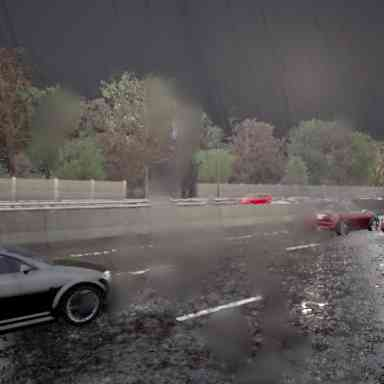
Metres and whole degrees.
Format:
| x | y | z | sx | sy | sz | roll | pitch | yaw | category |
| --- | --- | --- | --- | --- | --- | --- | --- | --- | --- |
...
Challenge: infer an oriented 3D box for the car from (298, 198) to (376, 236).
| x | y | z | sx | sy | sz | roll | pitch | yaw | category |
| --- | --- | --- | --- | --- | --- | --- | --- | --- | --- |
| 8.257 | 1.315 | 18.241 | 4.553 | 1.767 | 2.097 | 0 | 0 | -36 | car |

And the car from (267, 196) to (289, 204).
| x | y | z | sx | sy | sz | roll | pitch | yaw | category |
| --- | --- | --- | --- | --- | --- | --- | --- | --- | --- |
| 12.272 | 1.538 | 42.827 | 4.718 | 1.301 | 1.895 | 0 | 0 | -35 | car |

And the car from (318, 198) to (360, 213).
| x | y | z | sx | sy | sz | roll | pitch | yaw | category |
| --- | --- | --- | --- | --- | --- | --- | --- | --- | --- |
| 16.542 | 1.426 | 37.274 | 4.902 | 1.511 | 2.128 | 0 | 0 | -35 | car |

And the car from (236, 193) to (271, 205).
| x | y | z | sx | sy | sz | roll | pitch | yaw | category |
| --- | --- | --- | --- | --- | --- | --- | --- | --- | --- |
| 8.398 | 1.165 | 44.362 | 5.566 | 2.045 | 2.150 | 0 | 0 | -35 | car |

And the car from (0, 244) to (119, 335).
| x | y | z | sx | sy | sz | roll | pitch | yaw | category |
| --- | --- | --- | --- | --- | --- | --- | --- | --- | --- |
| -3.402 | 1.566 | 5.618 | 4.181 | 1.385 | 1.994 | 0 | 0 | -36 | car |

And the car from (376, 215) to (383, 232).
| x | y | z | sx | sy | sz | roll | pitch | yaw | category |
| --- | --- | --- | --- | --- | --- | --- | --- | --- | --- |
| 11.114 | 1.560 | 15.978 | 4.718 | 1.301 | 1.895 | 0 | 0 | -36 | car |

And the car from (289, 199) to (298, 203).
| x | y | z | sx | sy | sz | roll | pitch | yaw | category |
| --- | --- | --- | --- | --- | --- | --- | --- | --- | --- |
| 14.484 | 1.427 | 40.104 | 4.902 | 1.511 | 2.128 | 0 | 0 | -35 | car |
